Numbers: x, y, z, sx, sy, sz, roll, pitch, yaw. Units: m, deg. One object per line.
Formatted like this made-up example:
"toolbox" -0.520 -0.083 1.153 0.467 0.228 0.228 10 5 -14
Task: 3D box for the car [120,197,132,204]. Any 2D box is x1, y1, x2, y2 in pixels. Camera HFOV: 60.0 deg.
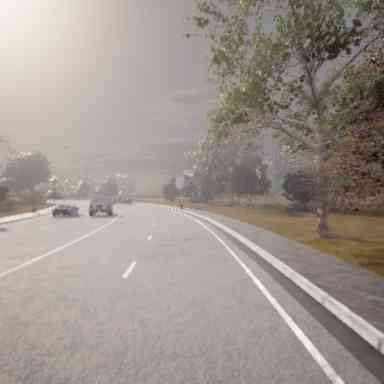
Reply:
"car" -15.117 2.009 76.192 1.837 1.490 4.892 0 0 -27

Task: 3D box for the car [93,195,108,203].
"car" -23.280 1.670 84.329 2.150 2.045 5.566 0 0 -31

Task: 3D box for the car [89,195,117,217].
"car" -9.521 1.473 35.374 2.150 2.045 5.566 0 -1 -9

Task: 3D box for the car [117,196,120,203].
"car" -18.364 2.031 74.852 2.033 1.411 5.357 0 0 -27

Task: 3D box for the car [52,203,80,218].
"car" -12.859 1.845 34.024 1.895 1.301 4.718 0 0 -9

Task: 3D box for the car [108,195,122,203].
"car" -19.820 1.780 85.335 2.097 1.767 4.553 0 0 -31
